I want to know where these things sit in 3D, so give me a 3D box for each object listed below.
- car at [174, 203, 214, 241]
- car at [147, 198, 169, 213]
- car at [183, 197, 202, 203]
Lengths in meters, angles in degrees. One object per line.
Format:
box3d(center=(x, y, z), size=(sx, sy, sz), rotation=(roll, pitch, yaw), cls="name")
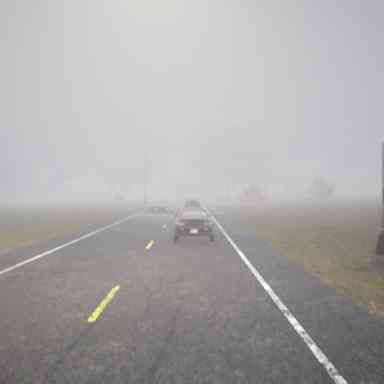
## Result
box3d(center=(0.092, 1.476, 16.372), size=(1.812, 1.442, 4.674), rotation=(0, 0, 0), cls="car")
box3d(center=(-3.517, 1.420, 34.915), size=(1.812, 1.442, 4.674), rotation=(0, 0, 0), cls="car")
box3d(center=(0.080, 1.387, 39.082), size=(1.837, 1.490, 4.892), rotation=(0, 0, 0), cls="car")
